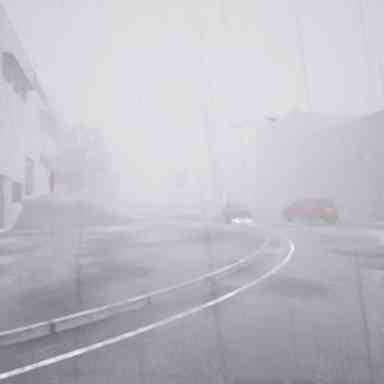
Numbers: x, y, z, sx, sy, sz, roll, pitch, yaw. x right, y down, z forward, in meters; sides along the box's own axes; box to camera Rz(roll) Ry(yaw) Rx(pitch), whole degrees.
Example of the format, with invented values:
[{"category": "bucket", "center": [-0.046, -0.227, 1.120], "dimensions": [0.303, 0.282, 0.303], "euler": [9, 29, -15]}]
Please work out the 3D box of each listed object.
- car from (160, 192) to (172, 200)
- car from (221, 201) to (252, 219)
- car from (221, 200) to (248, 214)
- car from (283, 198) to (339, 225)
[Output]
[{"category": "car", "center": [-5.762, 0.782, 73.138], "dimensions": [1.882, 1.535, 5.008], "euler": [1, 3, -14]}, {"category": "car", "center": [4.359, 1.869, 32.946], "dimensions": [1.994, 1.385, 4.181], "euler": [1, -1, -14]}, {"category": "car", "center": [5.476, 1.882, 43.527], "dimensions": [1.882, 1.535, 5.008], "euler": [1, 0, -14]}, {"category": "car", "center": [9.502, 1.499, 27.008], "dimensions": [2.150, 2.045, 5.566], "euler": [1, 0, -11]}]
